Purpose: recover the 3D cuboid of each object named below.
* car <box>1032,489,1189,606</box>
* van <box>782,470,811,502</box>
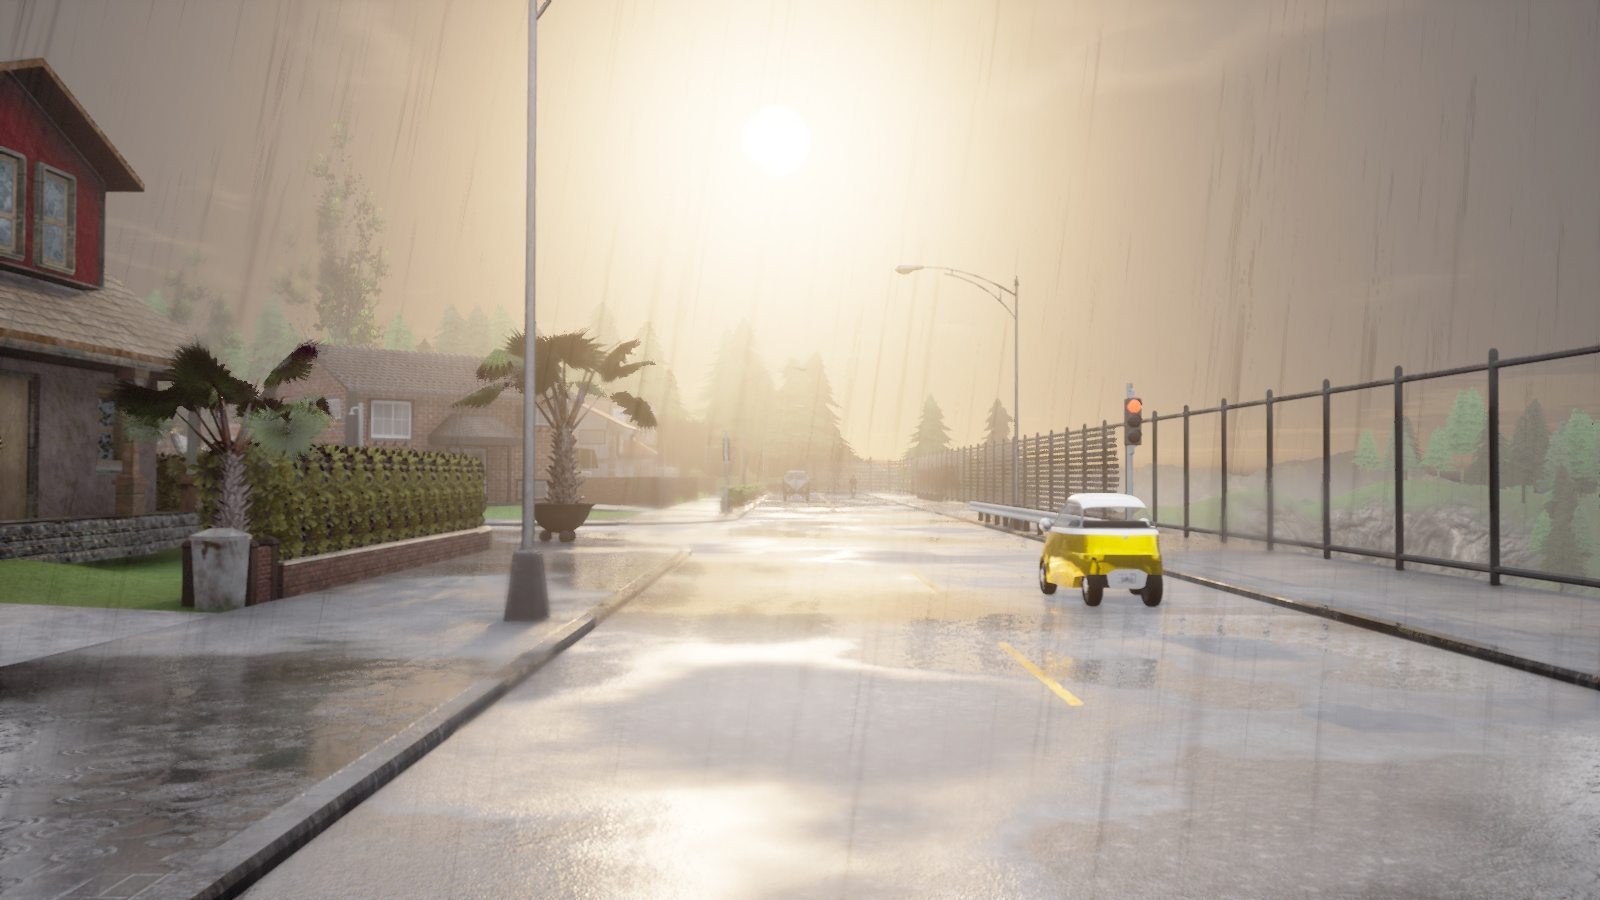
[{"bbox_3d":[3.960,1.210,16.289,1.481,1.376,2.207,0,-1,0],"label":"car"},{"bbox_3d":[-0.225,2.323,81.595,1.775,1.987,4.442,0,-1,0],"label":"van"}]
